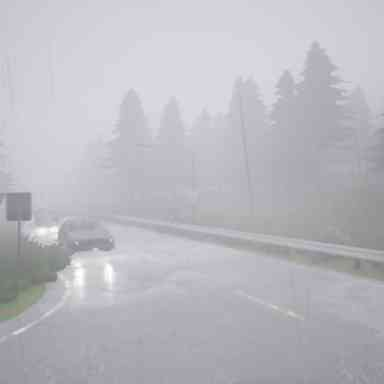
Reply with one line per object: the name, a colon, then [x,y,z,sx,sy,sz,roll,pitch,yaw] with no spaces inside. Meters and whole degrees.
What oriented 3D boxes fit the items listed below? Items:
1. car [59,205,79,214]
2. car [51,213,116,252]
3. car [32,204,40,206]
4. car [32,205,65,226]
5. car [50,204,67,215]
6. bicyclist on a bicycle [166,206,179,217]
car: [-15.750,2.510,42.667,2.128,1.511,4.902,0,-1,-28]
car: [-5.201,1.990,15.840,2.033,1.411,5.357,0,-1,-29]
car: [-21.444,2.351,45.681,1.882,1.535,5.008,0,-1,-29]
car: [-13.781,2.309,31.510,2.128,1.511,4.902,0,-1,-29]
car: [-20.773,2.742,51.742,1.837,1.490,4.892,0,-1,-29]
bicyclist on a bicycle: [-1.346,1.790,23.403,1.656,1.620,0.582,-11,4,-28]
